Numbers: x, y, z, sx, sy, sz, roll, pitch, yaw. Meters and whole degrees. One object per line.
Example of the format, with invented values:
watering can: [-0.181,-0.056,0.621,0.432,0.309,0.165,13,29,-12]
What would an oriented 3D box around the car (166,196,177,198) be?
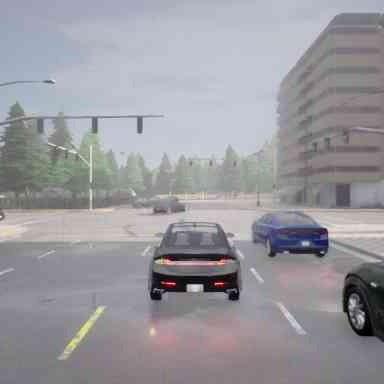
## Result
car: [-4.211,1.501,66.276,1.837,1.490,4.892,0,0,20]

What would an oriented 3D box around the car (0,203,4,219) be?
car: [-18.592,1.618,28.146,4.181,1.385,1.994,0,0,0]

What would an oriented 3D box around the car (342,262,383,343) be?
car: [3.601,1.352,3.818,2.097,1.767,4.553,0,0,0]

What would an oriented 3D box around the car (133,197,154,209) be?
car: [-6.975,1.523,46.403,1.812,1.442,4.674,0,0,2]

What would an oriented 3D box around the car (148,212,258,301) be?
car: [0.068,1.491,8.325,2.128,1.511,4.902,0,0,0]

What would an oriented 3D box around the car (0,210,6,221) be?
car: [-16.419,1.532,24.531,5.008,1.535,1.882,0,0,3]

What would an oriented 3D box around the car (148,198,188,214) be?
car: [-2.236,1.593,34.942,1.994,1.385,4.181,0,0,36]

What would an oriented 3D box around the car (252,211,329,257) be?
car: [3.588,1.477,12.970,1.882,1.535,5.008,0,0,0]
